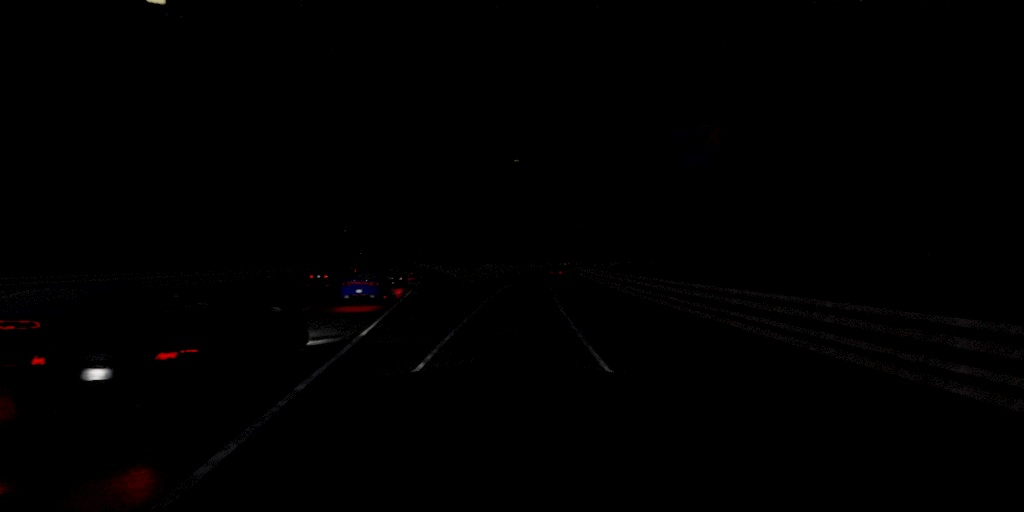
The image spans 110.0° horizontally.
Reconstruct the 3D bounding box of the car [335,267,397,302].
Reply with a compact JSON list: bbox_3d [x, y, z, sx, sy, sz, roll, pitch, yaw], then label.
[{"bbox_3d":[-7.642,1.536,19.241,1.882,1.535,5.008,0,-1,-11],"label":"car"}]

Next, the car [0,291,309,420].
[{"bbox_3d":[-5.165,1.375,6.130,1.994,1.385,4.181,0,-1,-10],"label":"car"}]

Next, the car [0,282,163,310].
[{"bbox_3d":[-8.947,1.317,7.896,1.882,1.535,5.008,0,-1,-10],"label":"car"}]

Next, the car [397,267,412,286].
[{"bbox_3d":[-9.993,1.898,30.846,1.895,1.301,4.718,0,-1,-12],"label":"car"}]

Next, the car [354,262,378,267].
[{"bbox_3d":[-14.597,1.636,36.230,2.150,2.045,5.566,0,-1,-13],"label":"car"}]

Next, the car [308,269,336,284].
[{"bbox_3d":[-17.651,1.919,34.151,2.033,1.411,5.357,0,-1,-13],"label":"car"}]

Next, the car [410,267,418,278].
[{"bbox_3d":[-14.336,2.226,50.197,1.837,1.490,4.892,0,-1,-13],"label":"car"}]
